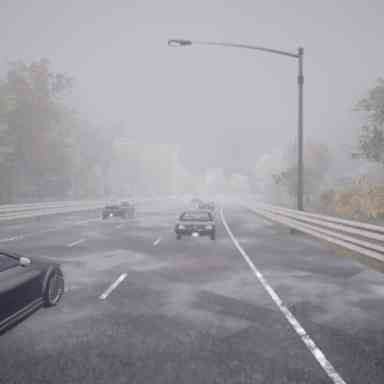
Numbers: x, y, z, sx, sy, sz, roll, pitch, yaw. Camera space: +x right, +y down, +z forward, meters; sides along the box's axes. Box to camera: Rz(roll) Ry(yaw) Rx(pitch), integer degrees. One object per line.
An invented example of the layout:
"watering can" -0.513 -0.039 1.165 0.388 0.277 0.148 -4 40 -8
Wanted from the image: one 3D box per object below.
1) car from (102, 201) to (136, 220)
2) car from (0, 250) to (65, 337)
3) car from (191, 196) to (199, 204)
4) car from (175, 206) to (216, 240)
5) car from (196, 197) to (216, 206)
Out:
"car" -6.110 1.514 28.204 1.837 1.490 4.892 0 0 4
"car" -3.695 1.554 5.285 1.994 1.385 4.181 0 0 2
"car" 0.909 1.608 67.986 1.837 1.490 4.892 0 0 7
"car" 0.263 1.620 17.191 1.895 1.301 4.718 0 0 3
"car" 1.905 1.660 42.624 1.895 1.301 4.718 0 0 5
